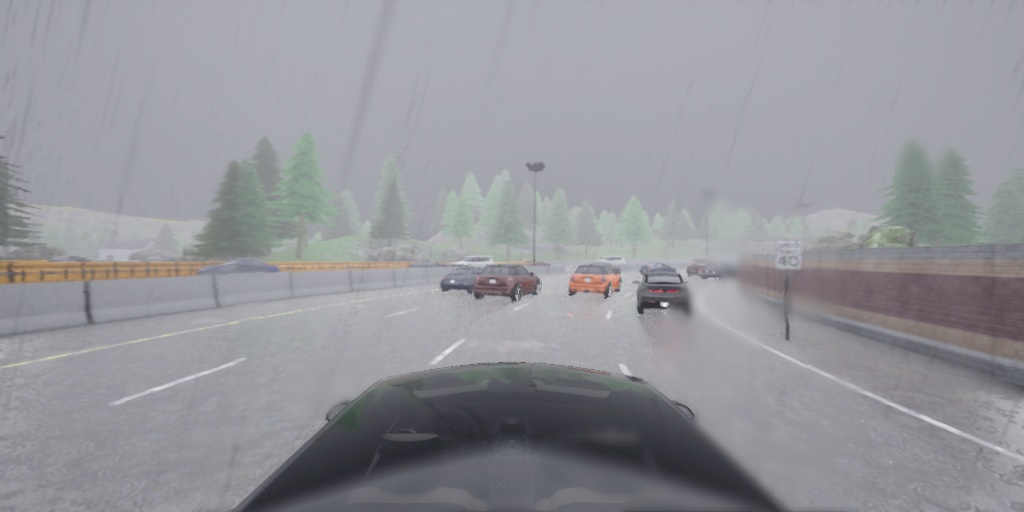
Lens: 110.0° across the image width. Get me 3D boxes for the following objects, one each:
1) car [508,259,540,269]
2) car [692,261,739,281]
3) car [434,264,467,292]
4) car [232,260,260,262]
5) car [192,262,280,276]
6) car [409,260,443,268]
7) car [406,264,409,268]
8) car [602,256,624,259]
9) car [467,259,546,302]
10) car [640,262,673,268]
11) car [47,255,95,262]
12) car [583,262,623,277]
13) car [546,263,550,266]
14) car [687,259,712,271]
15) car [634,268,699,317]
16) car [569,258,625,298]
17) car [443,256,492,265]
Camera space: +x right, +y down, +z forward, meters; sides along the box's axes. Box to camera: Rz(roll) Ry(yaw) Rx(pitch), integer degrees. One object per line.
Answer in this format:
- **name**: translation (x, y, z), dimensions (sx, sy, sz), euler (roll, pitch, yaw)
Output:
- **car**: translation (2.032, 1.227, 58.314), dimensions (5.008, 1.535, 1.882), euler (0, 0, -34)
- **car**: translation (18.561, 1.408, 31.639), dimensions (5.357, 1.411, 2.033), euler (0, 0, -33)
- **car**: translation (-2.434, 1.359, 21.323), dimensions (1.994, 1.385, 4.181), euler (0, 0, 24)
- **car**: translation (-19.693, 1.043, 26.040), dimensions (1.882, 1.535, 5.008), euler (1, 0, 23)
- **car**: translation (-14.687, 1.172, 18.963), dimensions (1.994, 1.385, 4.181), euler (1, 0, 18)
- **car**: translation (-9.471, 1.305, 43.215), dimensions (1.895, 1.301, 4.718), euler (1, 0, 40)
- **car**: translation (-11.450, 1.245, 46.215), dimensions (1.994, 1.385, 4.181), euler (1, 0, 41)
- **car**: translation (14.545, 1.003, 53.778), dimensions (5.566, 2.045, 2.150), euler (0, 0, -30)
- **car**: translation (-0.077, 1.175, 17.860), dimensions (2.097, 1.767, 4.553), euler (1, 0, 21)
- **car**: translation (15.187, 1.362, 37.404), dimensions (4.674, 1.442, 1.812), euler (1, 0, -36)
- **car**: translation (-43.946, 0.821, 35.916), dimensions (1.994, 1.385, 4.181), euler (1, 0, -21)
- **car**: translation (9.475, 1.373, 37.266), dimensions (4.181, 1.385, 1.994), euler (0, 0, -42)
- **car**: translation (3.436, 1.361, 55.058), dimensions (4.718, 1.301, 1.895), euler (0, 0, -34)
- **car**: translation (19.693, 1.331, 36.224), dimensions (5.008, 1.535, 1.882), euler (1, 0, -33)
- **car**: translation (5.990, 1.408, 14.332), dimensions (1.837, 1.490, 4.892), euler (-1, -1, 20)
- **car**: translation (4.738, 1.217, 19.949), dimensions (2.097, 1.767, 4.553), euler (1, 1, 26)
- **car**: translation (-4.243, 0.971, 38.341), dimensions (2.150, 2.045, 5.566), euler (0, 0, 40)
